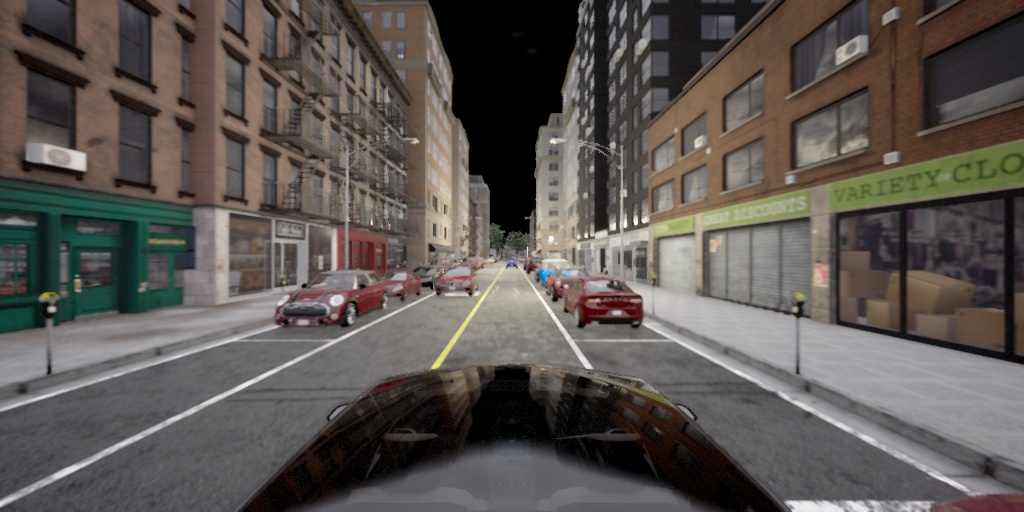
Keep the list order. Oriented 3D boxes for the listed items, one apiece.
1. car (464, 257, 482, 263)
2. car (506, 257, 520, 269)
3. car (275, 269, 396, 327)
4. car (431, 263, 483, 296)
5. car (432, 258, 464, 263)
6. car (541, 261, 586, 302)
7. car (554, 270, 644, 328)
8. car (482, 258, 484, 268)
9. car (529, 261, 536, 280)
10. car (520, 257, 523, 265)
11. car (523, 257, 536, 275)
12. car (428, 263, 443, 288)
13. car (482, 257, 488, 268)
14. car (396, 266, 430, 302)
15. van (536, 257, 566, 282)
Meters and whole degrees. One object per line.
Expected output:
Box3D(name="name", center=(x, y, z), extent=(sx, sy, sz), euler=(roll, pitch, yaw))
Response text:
Box3D(name="car", center=(-5.410, 1.060, 45.324), extent=(2.192, 1.841, 5.009), euler=(0, 0, 0))
Box3D(name="car", center=(-0.014, 1.269, 56.246), extent=(1.812, 1.442, 4.674), euler=(0, 0, 0))
Box3D(name="car", center=(-5.396, 1.189, 11.254), extent=(1.967, 1.591, 4.097), euler=(0, 0, 0))
Box3D(name="car", center=(-2.805, 1.275, 19.269), extent=(1.812, 1.442, 4.674), euler=(0, 0, 0))
Box3D(name="car", center=(-5.403, 1.064, 28.289), extent=(2.192, 1.841, 5.009), euler=(0, 0, 0))
Box3D(name="car", center=(2.634, 1.190, 16.929), extent=(1.967, 1.591, 4.097), euler=(0, 0, 0))
Box3D(name="car", center=(2.635, 1.295, 11.251), extent=(1.888, 1.381, 4.507), euler=(0, 0, 0))
Box3D(name="car", center=(-5.412, 1.270, 50.832), extent=(1.751, 1.417, 4.829), euler=(0, 0, 0))
Box3D(name="car", center=(2.631, 1.300, 28.287), extent=(2.007, 1.370, 4.403), euler=(0, 0, 0))
Box3D(name="car", center=(2.625, 1.059, 51.003), extent=(2.192, 1.841, 5.009), euler=(0, 0, 0))
Box3D(name="car", center=(2.628, 1.062, 39.645), extent=(2.192, 1.841, 5.009), euler=(0, 0, 0))
Box3D(name="car", center=(-5.400, 1.315, 22.610), extent=(1.948, 1.339, 4.313), euler=(0, 0, 0))
Box3D(name="car", center=(-5.414, 1.057, 56.681), extent=(2.192, 1.841, 5.009), euler=(0, 0, 0))
Box3D(name="car", center=(-5.398, 1.332, 16.932), extent=(1.802, 1.307, 4.207), euler=(0, 0, 0))
Box3D(name="van", center=(2.632, 1.090, 22.608), extent=(1.690, 1.789, 3.998), euler=(0, 0, 0))
